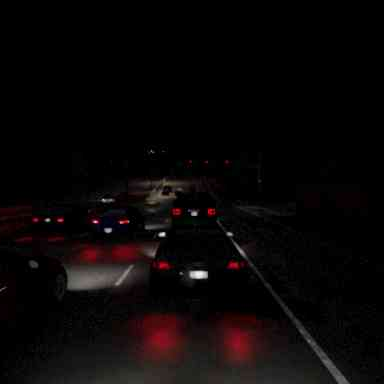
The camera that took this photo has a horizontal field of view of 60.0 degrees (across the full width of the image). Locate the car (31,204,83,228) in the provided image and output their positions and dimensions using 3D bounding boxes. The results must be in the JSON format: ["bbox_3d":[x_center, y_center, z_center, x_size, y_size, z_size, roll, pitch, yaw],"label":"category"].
[{"bbox_3d":[-6.883,1.359,18.288,2.033,1.411,5.357,0,1,-1],"label":"car"}]

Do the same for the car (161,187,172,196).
[{"bbox_3d":[-7.071,0.174,87.621,1.812,1.442,4.674,0,4,0],"label":"car"}]

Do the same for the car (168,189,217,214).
[{"bbox_3d":[0.107,1.041,17.544,2.150,2.045,5.566,0,1,0],"label":"car"}]

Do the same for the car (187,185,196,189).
[{"bbox_3d":[-0.069,-0.099,87.251,2.150,2.045,5.566,0,4,0],"label":"car"}]

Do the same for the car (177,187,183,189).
[{"bbox_3d":[-3.571,0.174,87.639,1.812,1.442,4.674,0,4,0],"label":"car"}]

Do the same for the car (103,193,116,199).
[{"bbox_3d":[-17.487,0.869,70.911,1.895,1.301,4.718,0,1,0],"label":"car"}]

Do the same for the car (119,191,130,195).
[{"bbox_3d":[-17.565,0.311,86.439,1.895,1.301,4.718,0,3,0],"label":"car"}]

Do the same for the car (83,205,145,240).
[{"bbox_3d":[-3.394,1.362,15.833,1.812,1.442,4.674,0,1,0],"label":"car"}]

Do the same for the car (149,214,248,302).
[{"bbox_3d":[0.109,1.479,8.144,1.994,1.385,4.181,0,1,-1],"label":"car"}]

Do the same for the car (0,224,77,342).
[{"bbox_3d":[-3.400,1.476,4.740,1.812,1.442,4.674,0,1,0],"label":"car"}]
